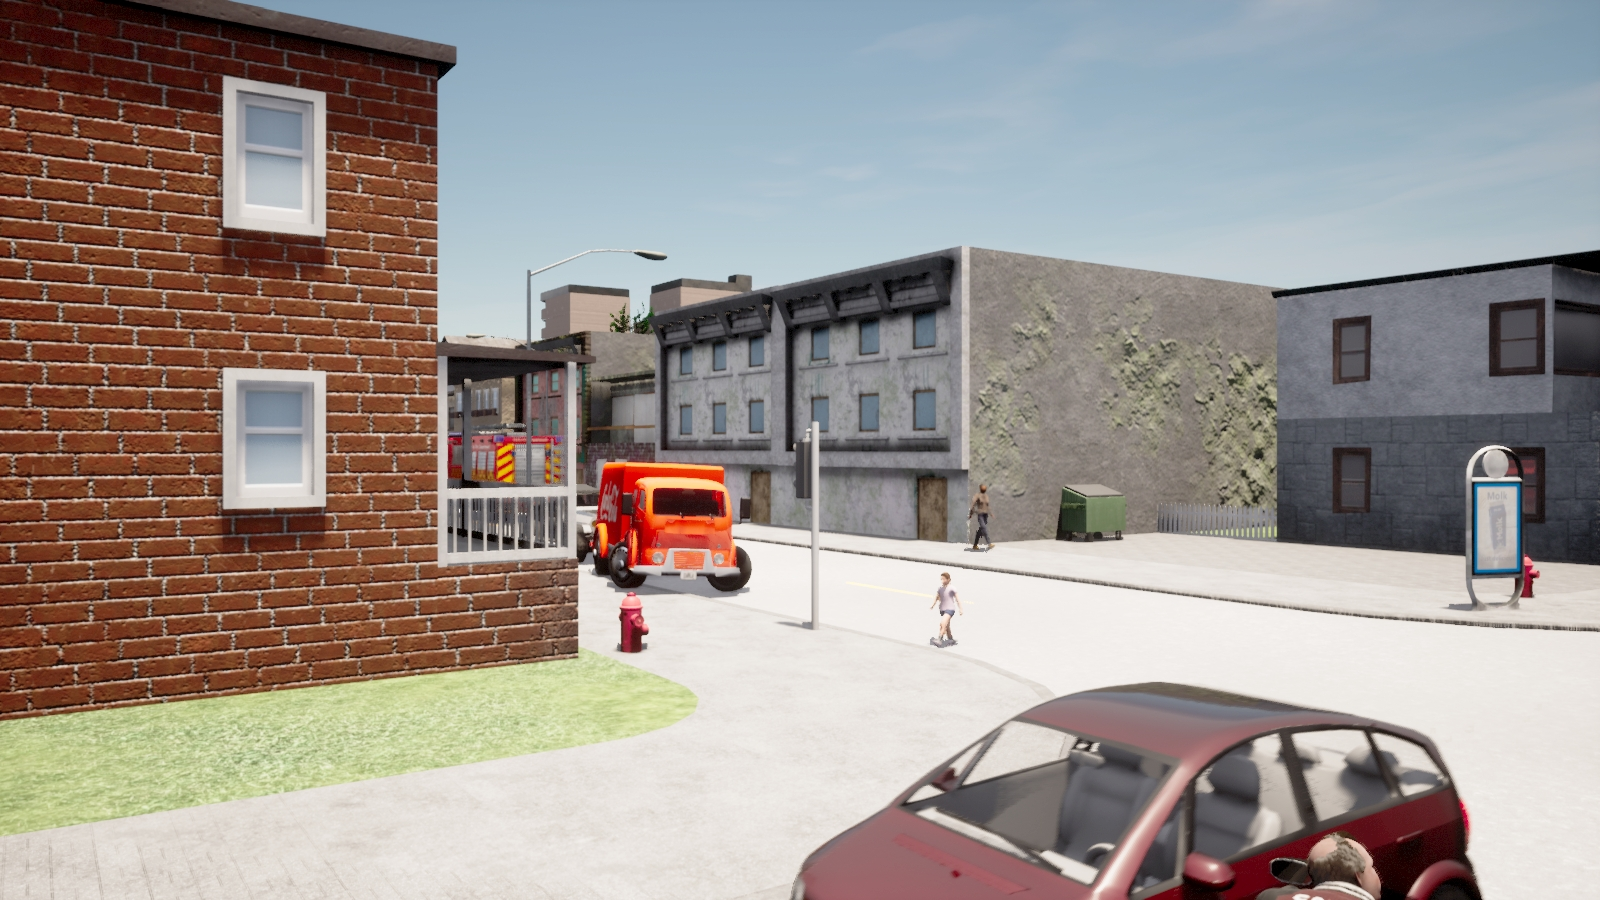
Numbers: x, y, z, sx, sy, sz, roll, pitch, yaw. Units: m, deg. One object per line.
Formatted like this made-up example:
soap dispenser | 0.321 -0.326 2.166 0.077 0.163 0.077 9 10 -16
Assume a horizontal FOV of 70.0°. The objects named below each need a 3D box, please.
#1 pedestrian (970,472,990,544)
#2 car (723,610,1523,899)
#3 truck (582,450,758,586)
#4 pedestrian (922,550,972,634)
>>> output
pedestrian | 4.755 1.524 30.151 0.375 1.860 0.375 0 0 -31
car | 1.682 1.806 5.585 3.705 1.549 1.789 0 0 -34
truck | -2.868 1.293 23.855 2.627 2.467 5.204 3 -1 -17
pedestrian | 2.093 2.008 16.272 0.500 1.100 0.500 0 0 45
